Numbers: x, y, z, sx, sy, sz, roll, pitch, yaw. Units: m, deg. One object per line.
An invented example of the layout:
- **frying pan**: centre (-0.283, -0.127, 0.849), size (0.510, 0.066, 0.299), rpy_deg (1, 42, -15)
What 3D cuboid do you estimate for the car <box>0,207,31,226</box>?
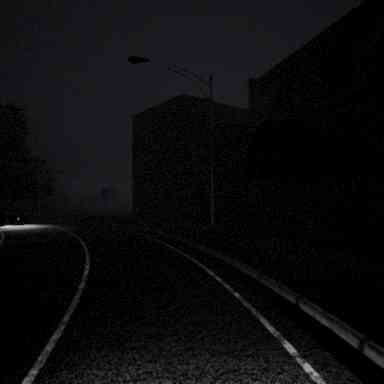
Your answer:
- **car**: centre (-14.676, 1.938, 27.185), size (1.994, 1.385, 4.181), rpy_deg (1, -2, -40)
